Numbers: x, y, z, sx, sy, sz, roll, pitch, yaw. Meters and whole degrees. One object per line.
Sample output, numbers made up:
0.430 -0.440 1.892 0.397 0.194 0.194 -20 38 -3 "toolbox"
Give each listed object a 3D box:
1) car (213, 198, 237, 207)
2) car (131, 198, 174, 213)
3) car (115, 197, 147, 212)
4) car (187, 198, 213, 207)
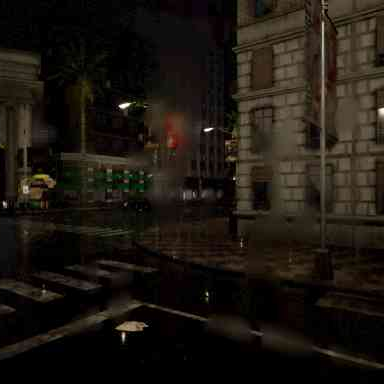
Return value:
5.623 1.563 49.643 1.994 1.385 4.181 0 0 43 "car"
-4.120 1.601 37.078 1.895 1.301 4.718 0 0 36 "car"
-6.907 1.351 39.176 2.097 1.767 4.553 0 0 36 "car"
1.622 1.547 50.481 2.033 1.411 5.357 0 0 41 "car"
